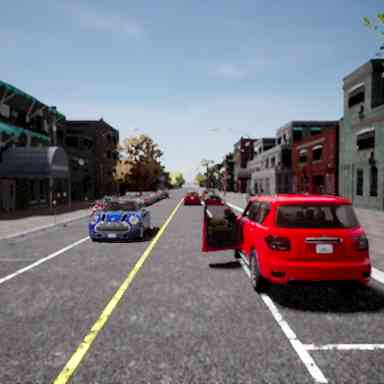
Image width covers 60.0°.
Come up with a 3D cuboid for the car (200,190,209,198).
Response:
[{"bbox_3d":[2.531,0.346,68.552,1.752,1.417,4.829,-1,1,0],"label":"car"}]

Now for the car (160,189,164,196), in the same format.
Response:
[{"bbox_3d":[-5.811,0.693,51.719,1.802,1.307,4.206,-1,1,0],"label":"car"}]

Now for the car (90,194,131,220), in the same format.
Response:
[{"bbox_3d":[-5.749,1.027,23.979,1.967,1.590,4.097,-1,1,0],"label":"car"}]

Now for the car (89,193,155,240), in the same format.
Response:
[{"bbox_3d":[-3.135,1.088,15.256,2.097,1.767,4.553,0,1,0],"label":"car"}]

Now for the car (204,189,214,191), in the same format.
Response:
[{"bbox_3d":[2.582,0.728,46.361,1.752,1.417,4.829,-1,1,0],"label":"car"}]

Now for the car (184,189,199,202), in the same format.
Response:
[{"bbox_3d":[-0.115,0.488,50.243,2.097,1.767,4.553,0,1,0],"label":"car"}]

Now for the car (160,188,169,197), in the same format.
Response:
[{"bbox_3d":[-5.851,0.139,68.357,2.192,1.841,5.009,-1,1,0],"label":"car"}]

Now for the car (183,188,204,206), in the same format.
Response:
[{"bbox_3d":[-0.003,0.662,40.120,2.097,1.767,4.553,0,1,-2],"label":"car"}]

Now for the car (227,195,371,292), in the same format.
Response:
[{"bbox_3d":[2.375,1.070,8.662,2.150,2.045,5.566,0,1,0],"label":"car"}]

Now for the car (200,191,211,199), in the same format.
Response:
[{"bbox_3d":[2.544,0.501,62.835,1.802,1.307,4.206,-1,1,0],"label":"car"}]

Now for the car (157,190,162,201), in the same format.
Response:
[{"bbox_3d":[-5.799,0.757,46.171,2.008,1.369,4.403,-1,1,0],"label":"car"}]

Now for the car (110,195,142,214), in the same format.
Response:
[{"bbox_3d":[-5.760,1.037,29.529,1.887,1.381,4.507,-1,1,0],"label":"car"}]

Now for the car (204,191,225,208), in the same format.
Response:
[{"bbox_3d":[2.595,0.866,40.645,1.947,1.339,4.313,-1,1,0],"label":"car"}]

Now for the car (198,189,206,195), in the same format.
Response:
[{"bbox_3d":[2.493,0.059,85.195,1.752,1.417,4.829,-1,1,0],"label":"car"}]

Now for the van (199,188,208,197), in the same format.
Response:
[{"bbox_3d":[2.516,0.069,73.926,1.690,1.788,3.998,-1,1,0],"label":"van"}]

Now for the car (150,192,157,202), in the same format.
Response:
[{"bbox_3d":[-5.785,0.883,40.624,1.802,1.307,4.206,-1,1,0],"label":"car"}]
